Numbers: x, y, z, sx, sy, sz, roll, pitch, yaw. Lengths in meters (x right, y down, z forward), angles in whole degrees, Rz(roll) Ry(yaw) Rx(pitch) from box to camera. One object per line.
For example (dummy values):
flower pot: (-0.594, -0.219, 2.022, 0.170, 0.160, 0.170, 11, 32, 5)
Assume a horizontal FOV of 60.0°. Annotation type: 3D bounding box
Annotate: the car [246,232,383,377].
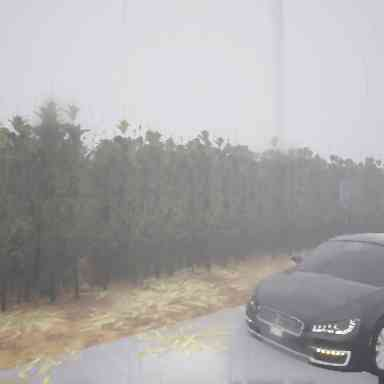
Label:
car: (3.057, 1.522, 5.669, 4.892, 1.490, 1.837, 0, 0, -35)
